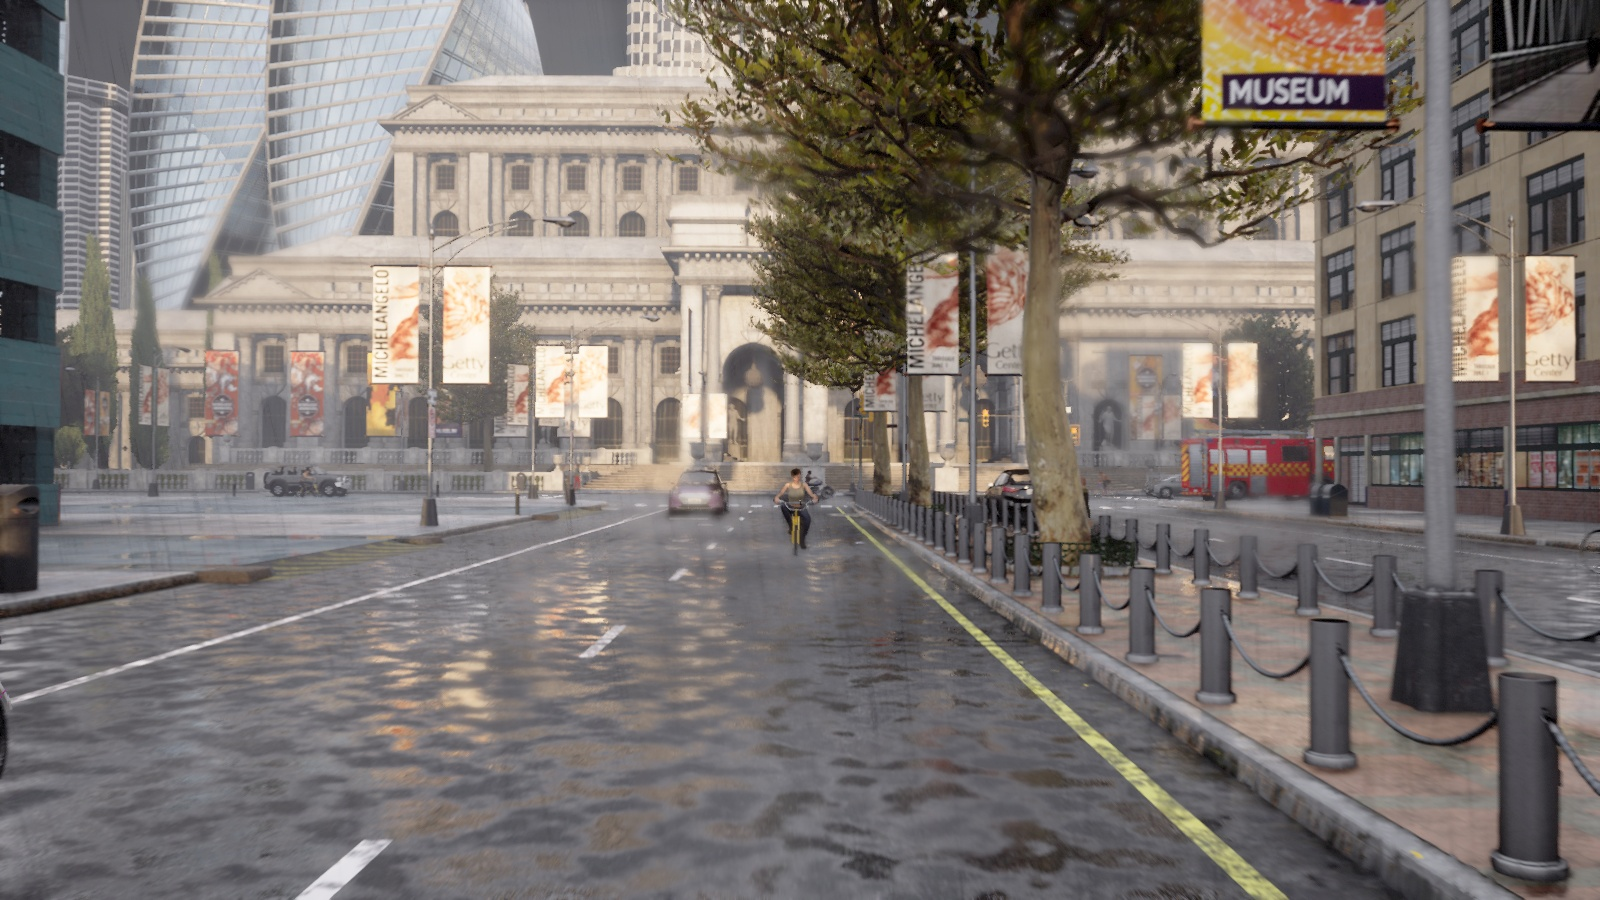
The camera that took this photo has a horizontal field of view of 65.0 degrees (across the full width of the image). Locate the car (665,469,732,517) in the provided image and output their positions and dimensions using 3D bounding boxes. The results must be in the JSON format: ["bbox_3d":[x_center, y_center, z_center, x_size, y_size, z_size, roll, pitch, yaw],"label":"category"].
[{"bbox_3d":[-3.603,1.519,45.403,2.033,1.649,4.856,0,-1,0],"label":"car"}]

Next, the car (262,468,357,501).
[{"bbox_3d":[-27.790,1.935,71.242,4.605,1.855,1.932,0,-1,0],"label":"car"}]

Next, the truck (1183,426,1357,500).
[{"bbox_3d":[25.166,0.675,67.276,8.468,3.827,2.891,0,-1,-12],"label":"truck"}]

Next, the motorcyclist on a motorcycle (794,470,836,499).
[{"bbox_3d":[0.857,1.954,71.202,2.350,1.649,0.766,0,-1,0],"label":"motorcyclist on a motorcycle"}]

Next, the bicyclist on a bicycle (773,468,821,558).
[{"bbox_3d":[-0.062,1.142,23.344,0.866,1.612,1.509,0,-1,0],"label":"bicyclist on a bicycle"}]

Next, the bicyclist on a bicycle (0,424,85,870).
[{"bbox_3d":[-3.512,0.777,4.659,0.659,1.776,1.843,0,-1,0],"label":"bicyclist on a bicycle"}]

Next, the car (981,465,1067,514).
[{"bbox_3d":[7.888,1.377,44.759,2.242,1.667,4.611,0,-1,0],"label":"car"}]

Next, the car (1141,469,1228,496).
[{"bbox_3d":[22.817,1.920,74.668,4.514,1.525,2.007,0,-1,0],"label":"car"}]

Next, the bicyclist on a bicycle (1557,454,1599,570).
[{"bbox_3d":[12.624,0.954,19.102,0.659,1.776,1.843,2,-1,-25],"label":"bicyclist on a bicycle"}]
